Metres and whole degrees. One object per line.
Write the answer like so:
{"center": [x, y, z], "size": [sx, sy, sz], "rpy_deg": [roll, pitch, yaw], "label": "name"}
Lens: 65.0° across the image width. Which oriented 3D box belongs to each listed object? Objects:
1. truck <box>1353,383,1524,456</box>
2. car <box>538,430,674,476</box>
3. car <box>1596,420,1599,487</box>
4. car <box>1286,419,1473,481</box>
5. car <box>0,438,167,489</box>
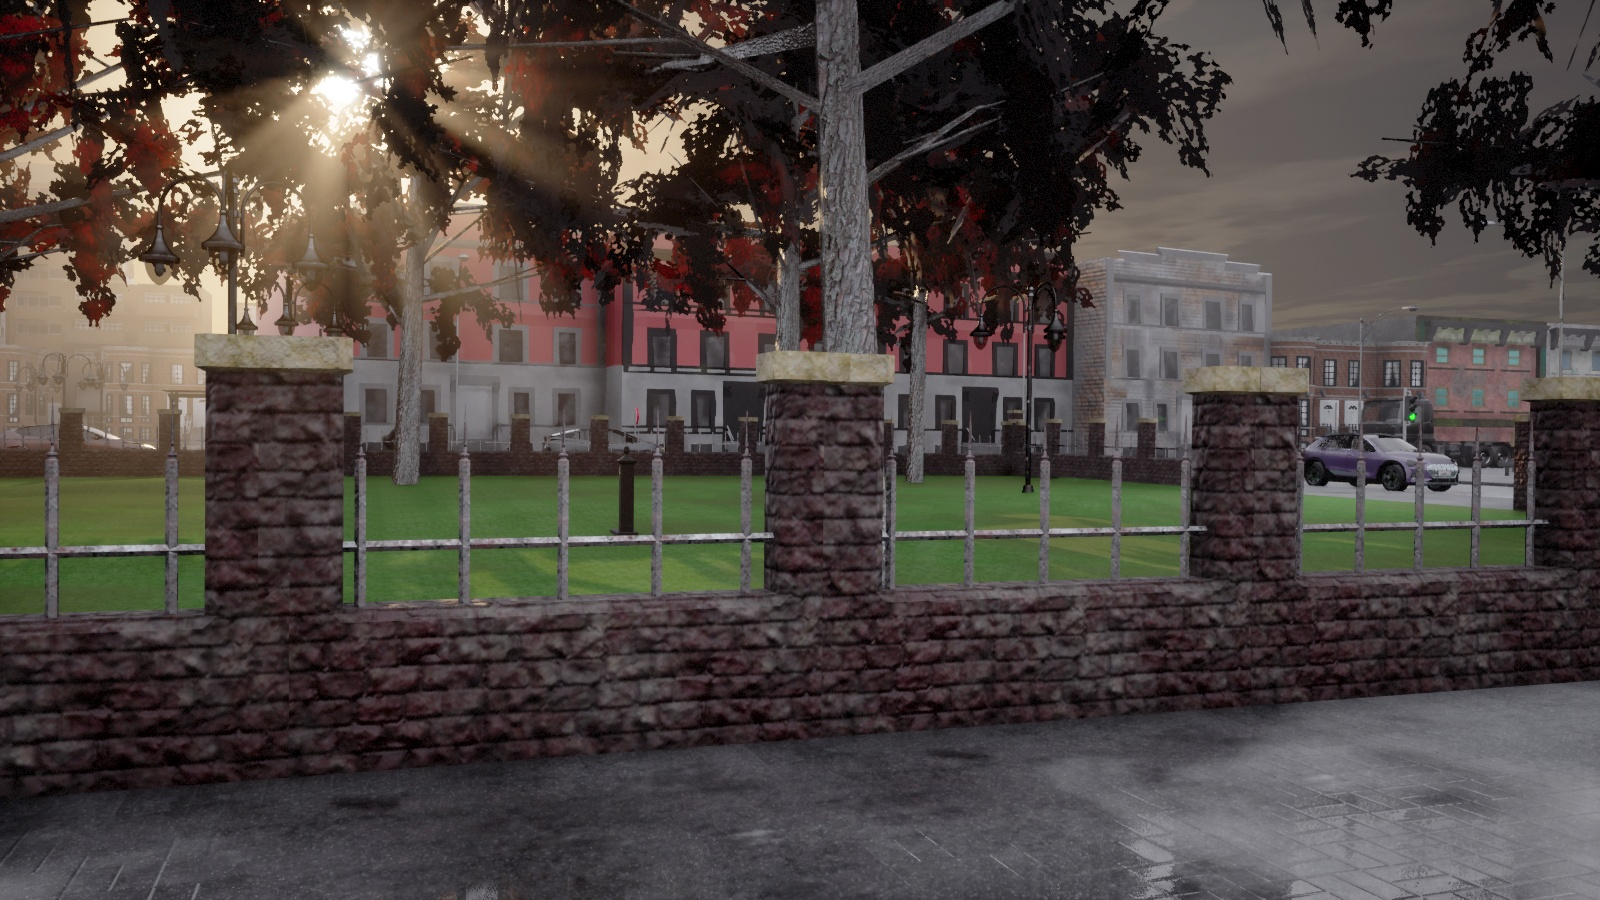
{"center": [31.763, -1.543, 62.450], "size": [7.936, 3.462, 2.891], "rpy_deg": [-1, 1, -19], "label": "truck"}
{"center": [-6.960, 0.089, 44.948], "size": [4.514, 1.525, 2.007], "rpy_deg": [-1, 1, -18], "label": "car"}
{"center": [19.865, 0.094, 26.833], "size": [2.007, 1.525, 4.514], "rpy_deg": [-1, 1, -21], "label": "car"}
{"center": [16.602, -0.041, 36.265], "size": [2.033, 1.649, 4.856], "rpy_deg": [-1, 1, -21], "label": "car"}
{"center": [-22.751, 0.401, 39.513], "size": [4.792, 1.488, 2.163], "rpy_deg": [-1, 1, -19], "label": "car"}
